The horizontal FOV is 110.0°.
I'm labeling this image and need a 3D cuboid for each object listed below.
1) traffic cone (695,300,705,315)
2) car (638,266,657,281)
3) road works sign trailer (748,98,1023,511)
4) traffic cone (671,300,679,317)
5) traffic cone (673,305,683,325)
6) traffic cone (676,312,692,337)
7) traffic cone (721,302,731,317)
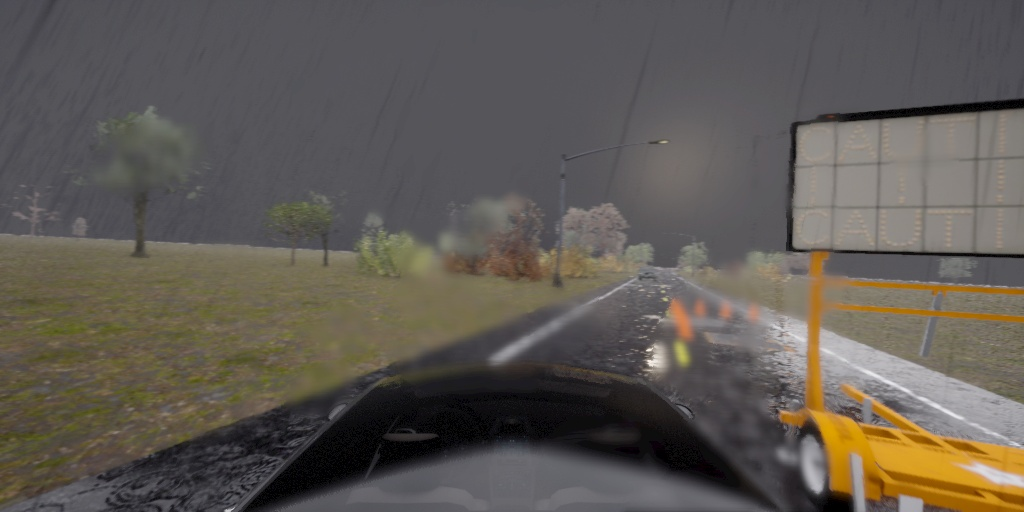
[{"bbox_3d":[8.204,2.240,15.662,0.340,0.580,0.340,0,0,22],"label":"traffic cone"},{"bbox_3d":[18.859,2.402,49.959,2.150,2.045,5.566,2,-1,22],"label":"car"},{"bbox_3d":[3.870,0.406,3.396,2.380,3.560,2.880,0,0,21],"label":"road works sign trailer"},{"bbox_3d":[6.537,2.147,14.174,0.340,0.580,0.340,0,0,22],"label":"traffic cone"},{"bbox_3d":[5.798,2.092,12.317,0.340,0.580,0.340,0,0,22],"label":"traffic cone"},{"bbox_3d":[5.059,2.036,10.459,0.340,0.580,0.340,0,0,22],"label":"traffic cone"},{"bbox_3d":[9.132,2.276,15.292,0.340,0.580,0.340,0,0,22],"label":"traffic cone"}]
